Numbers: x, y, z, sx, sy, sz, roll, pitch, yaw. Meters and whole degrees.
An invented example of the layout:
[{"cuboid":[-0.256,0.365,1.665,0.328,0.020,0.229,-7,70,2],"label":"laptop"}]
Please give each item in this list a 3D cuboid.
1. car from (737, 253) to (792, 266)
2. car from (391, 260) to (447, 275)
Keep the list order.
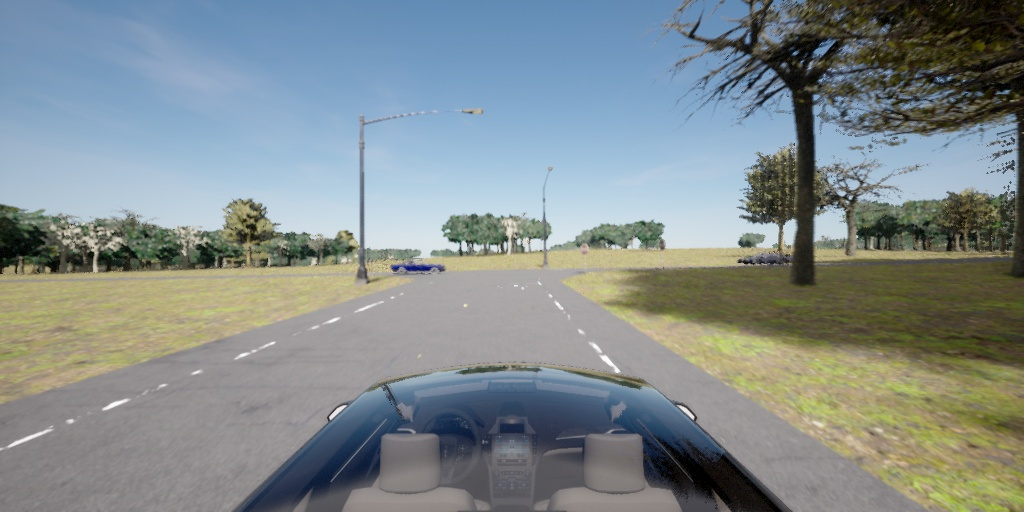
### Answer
[{"cuboid":[28.246,0.353,40.006,5.357,1.411,2.033,-1,-1,-1],"label":"car"},{"cuboid":[-8.353,1.002,32.458,4.718,1.301,1.895,0,0,0],"label":"car"}]
